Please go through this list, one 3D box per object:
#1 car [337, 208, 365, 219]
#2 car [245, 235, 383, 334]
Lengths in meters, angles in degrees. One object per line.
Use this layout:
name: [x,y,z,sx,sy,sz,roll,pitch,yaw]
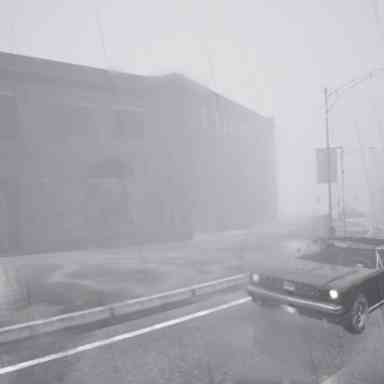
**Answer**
car: [21.575,2.902,45.441,2.033,1.411,5.357,-3,-3,5]
car: [3.218,1.667,7.070,4.718,1.301,1.895,1,-1,-43]
